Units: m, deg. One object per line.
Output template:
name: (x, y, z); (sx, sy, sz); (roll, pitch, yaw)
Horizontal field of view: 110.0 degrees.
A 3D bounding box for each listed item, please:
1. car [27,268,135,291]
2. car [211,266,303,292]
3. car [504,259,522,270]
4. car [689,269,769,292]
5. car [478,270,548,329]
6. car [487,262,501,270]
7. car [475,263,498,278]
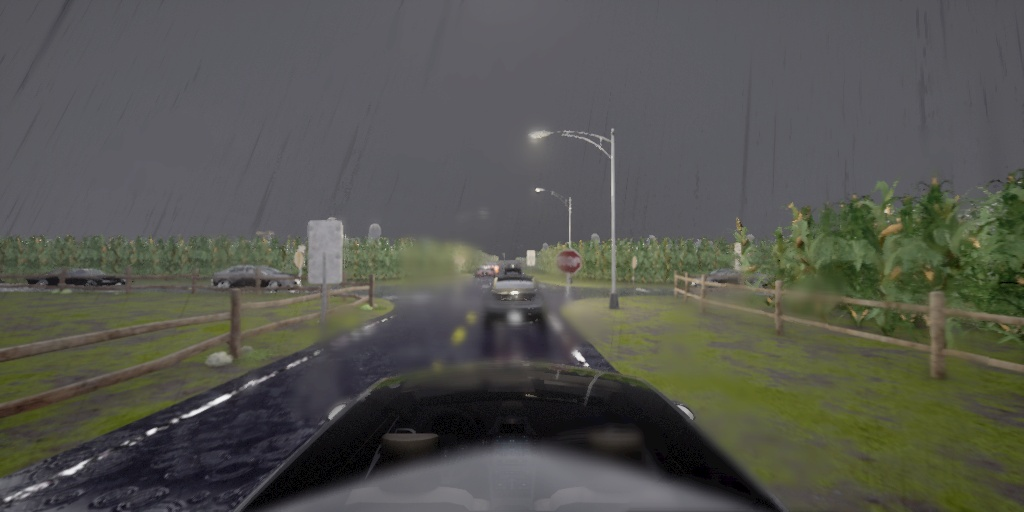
car: (-26.383, 1.417, 22.090); (4.718, 1.301, 1.895); (0, -1, 1)
car: (-15.548, 1.367, 22.025); (4.902, 1.511, 2.128); (0, -1, -1)
car: (0.099, 1.459, 46.928); (2.150, 2.045, 5.566); (0, -1, 0)
car: (14.836, 1.616, 24.638); (4.902, 1.511, 2.128); (0, -1, 0)
car: (0.094, 1.365, 11.641); (1.837, 1.490, 4.892); (0, -1, 0)
car: (-2.855, 1.618, 49.696); (2.097, 1.767, 4.553); (0, -1, 0)
car: (-2.864, 1.724, 39.604); (1.994, 1.385, 4.181); (0, -1, 0)
